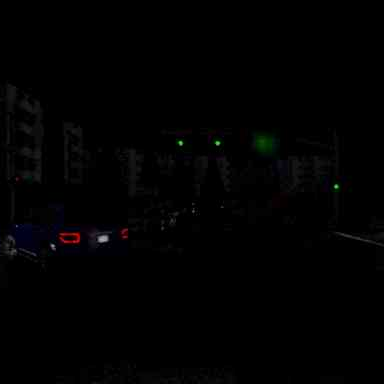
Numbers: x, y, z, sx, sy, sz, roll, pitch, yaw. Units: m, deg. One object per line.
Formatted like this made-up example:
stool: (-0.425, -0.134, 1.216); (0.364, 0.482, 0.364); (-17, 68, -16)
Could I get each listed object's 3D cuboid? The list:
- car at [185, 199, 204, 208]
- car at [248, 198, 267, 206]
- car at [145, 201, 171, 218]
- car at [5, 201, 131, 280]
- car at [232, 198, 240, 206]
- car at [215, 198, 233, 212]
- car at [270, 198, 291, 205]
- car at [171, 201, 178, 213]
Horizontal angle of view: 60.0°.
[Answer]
car: (0.472, 1.967, 57.227); (1.837, 1.490, 4.892); (0, -1, 24)
car: (13.758, 2.088, 69.987); (4.674, 1.442, 1.812); (0, -1, -39)
car: (-3.487, 1.745, 33.148); (1.882, 1.535, 5.008); (0, 0, 0)
car: (-4.109, 1.310, 10.594); (2.150, 2.045, 5.566); (1, 0, -43)
car: (7.211, 1.855, 62.408); (2.097, 1.767, 4.553); (0, -1, 35)
car: (4.165, 1.923, 44.555); (1.994, 1.385, 4.181); (0, 0, 8)
car: (18.528, 2.037, 69.425); (5.008, 1.535, 1.882); (0, -1, -36)
car: (-3.154, 1.876, 43.382); (1.812, 1.442, 4.674); (0, 0, 6)
